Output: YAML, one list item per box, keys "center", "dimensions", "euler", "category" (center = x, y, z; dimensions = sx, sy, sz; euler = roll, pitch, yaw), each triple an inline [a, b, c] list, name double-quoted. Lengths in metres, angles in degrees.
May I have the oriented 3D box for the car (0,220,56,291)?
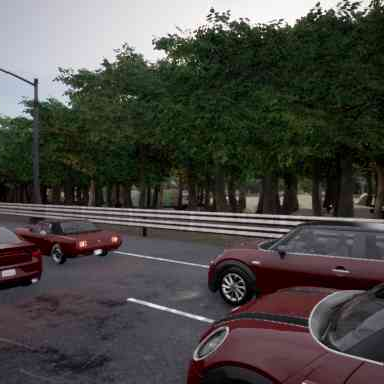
- center: [-5.669, 1.479, 8.175]
  dimensions: [5.008, 1.535, 1.882]
  euler: [0, 0, 37]
  category: "car"

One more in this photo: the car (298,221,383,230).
- center: [2.545, 1.352, 6.532]
  dimensions: [4.553, 1.767, 2.097]
  euler: [0, 0, 35]
  category: "car"

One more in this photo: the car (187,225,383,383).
- center: [2.154, 1.352, 2.528]
  dimensions: [4.553, 1.767, 2.097]
  euler: [0, 0, 35]
  category: "car"

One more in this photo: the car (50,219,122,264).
- center: [-4.729, 1.602, 11.826]
  dimensions: [4.718, 1.301, 1.895]
  euler: [0, 0, 37]
  category: "car"
